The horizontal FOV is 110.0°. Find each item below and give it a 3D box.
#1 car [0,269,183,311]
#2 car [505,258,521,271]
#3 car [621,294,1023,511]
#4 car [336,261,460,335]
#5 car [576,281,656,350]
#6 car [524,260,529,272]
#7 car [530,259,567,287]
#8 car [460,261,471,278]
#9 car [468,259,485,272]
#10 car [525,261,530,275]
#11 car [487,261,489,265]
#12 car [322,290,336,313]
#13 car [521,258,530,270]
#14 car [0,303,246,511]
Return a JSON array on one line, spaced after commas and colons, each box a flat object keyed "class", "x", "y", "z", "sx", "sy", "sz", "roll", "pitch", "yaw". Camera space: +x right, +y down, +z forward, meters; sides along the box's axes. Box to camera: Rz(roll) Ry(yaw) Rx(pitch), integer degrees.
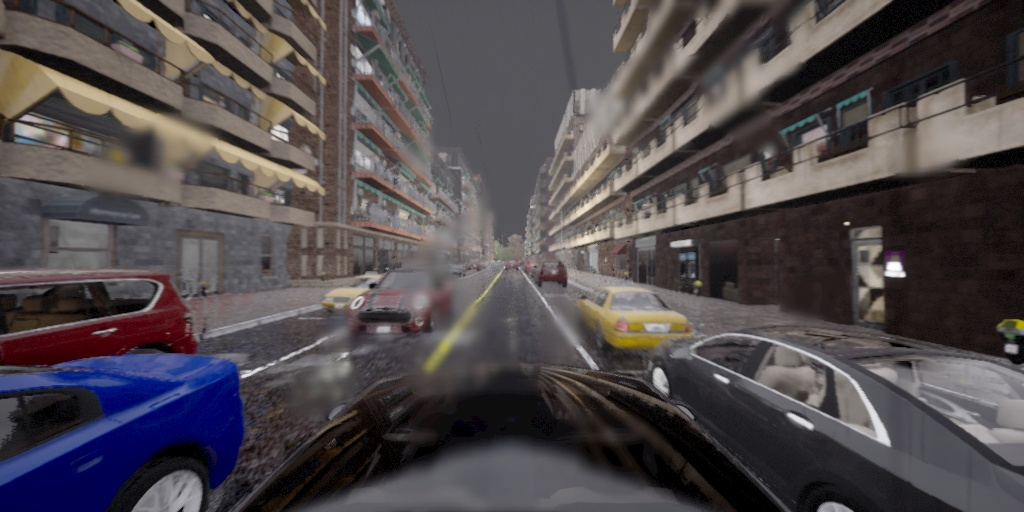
[{"class": "car", "x": -5.691, "y": 1.074, "z": 3.275, "sx": 2.192, "sy": 1.841, "sz": 5.009, "roll": 0, "pitch": 0, "yaw": 0}, {"class": "car", "x": -0.011, "y": 1.378, "z": 57.227, "sx": 2.097, "sy": 1.767, "sz": 4.553, "roll": 0, "pitch": 0, "yaw": 0}, {"class": "car", "x": 2.691, "y": 1.307, "z": 3.243, "sx": 2.007, "sy": 1.370, "sz": 4.403, "roll": 0, "pitch": 0, "yaw": 0}, {"class": "car", "x": -3.003, "y": 1.146, "z": 10.671, "sx": 2.097, "sy": 1.767, "sz": 4.553, "roll": 0, "pitch": 0, "yaw": 0}, {"class": "car", "x": 2.689, "y": 1.309, "z": 8.980, "sx": 1.751, "sy": 1.417, "sz": 4.829, "roll": 0, "pitch": 0, "yaw": 0}, {"class": "car", "x": 2.683, "y": 1.494, "z": 42.217, "sx": 1.888, "sy": 1.381, "sz": 4.507, "roll": 0, "pitch": 0, "yaw": 0}, {"class": "car", "x": 2.686, "y": 1.180, "z": 25.514, "sx": 2.192, "sy": 1.841, "sz": 5.009, "roll": 0, "pitch": 0, "yaw": 0}, {"class": "car", "x": -5.697, "y": 1.489, "z": 36.682, "sx": 1.948, "sy": 1.339, "sz": 4.313, "roll": 0, "pitch": 0, "yaw": 0}, {"class": "car", "x": -5.700, "y": 1.323, "z": 53.384, "sx": 2.192, "sy": 1.841, "sz": 5.009, "roll": 0, "pitch": 0, "yaw": 0}, {"class": "car", "x": 2.684, "y": 1.471, "z": 36.650, "sx": 2.007, "sy": 1.370, "sz": 4.403, "roll": 0, "pitch": 0, "yaw": 0}, {"class": "car", "x": -5.703, "y": 1.648, "z": 64.520, "sx": 1.802, "sy": 1.307, "sz": 4.207, "roll": 0, "pitch": 0, "yaw": 0}, {"class": "car", "x": -5.693, "y": 1.338, "z": 14.240, "sx": 1.751, "sy": 1.417, "sz": 4.829, "roll": 0, "pitch": 0, "yaw": 0}, {"class": "car", "x": 2.681, "y": 1.292, "z": 47.784, "sx": 2.192, "sy": 1.841, "sz": 5.009, "roll": 0, "pitch": 0, "yaw": 0}, {"class": "car", "x": -3.094, "y": 1.224, "z": 0.796, "sx": 1.882, "sy": 1.535, "sz": 5.008, "roll": 0, "pitch": 0, "yaw": 0}]
